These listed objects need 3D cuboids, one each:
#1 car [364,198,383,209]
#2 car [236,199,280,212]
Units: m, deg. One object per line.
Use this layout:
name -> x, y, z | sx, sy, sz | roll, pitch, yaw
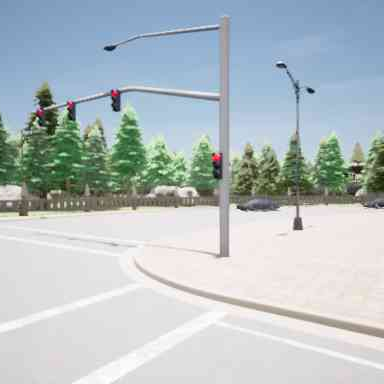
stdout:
car -> 25.008, 1.473, 43.422 | 4.902, 1.511, 2.128 | 0, 0, -5
car -> 7.528, 1.494, 37.745 | 5.357, 1.411, 2.033 | 0, 0, -31
